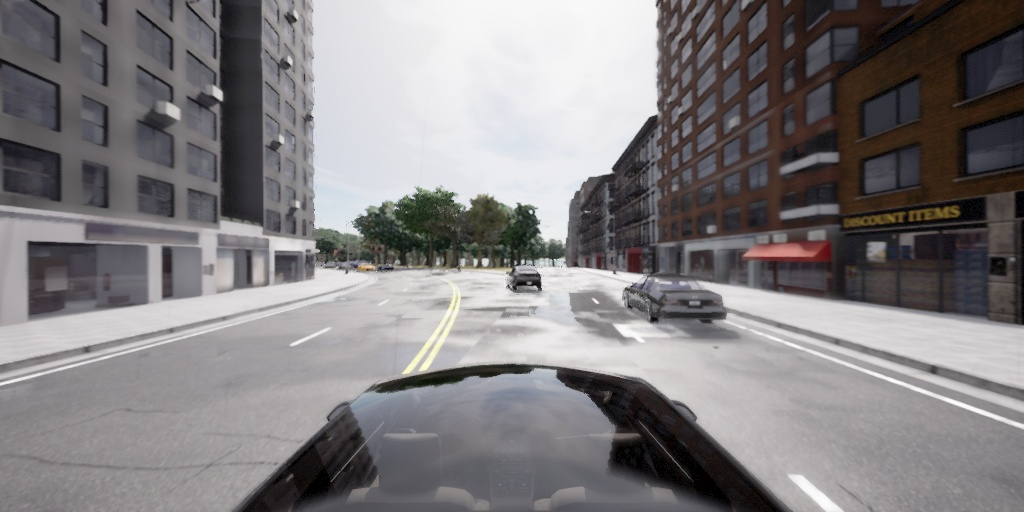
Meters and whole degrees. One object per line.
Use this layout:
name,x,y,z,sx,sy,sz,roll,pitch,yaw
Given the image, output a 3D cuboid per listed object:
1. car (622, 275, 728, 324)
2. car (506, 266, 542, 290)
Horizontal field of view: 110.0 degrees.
car,5.153,1.333,12.134,2.033,1.411,5.357,0,0,5
car,0.739,1.442,24.295,1.837,1.490,4.892,1,-1,-8
